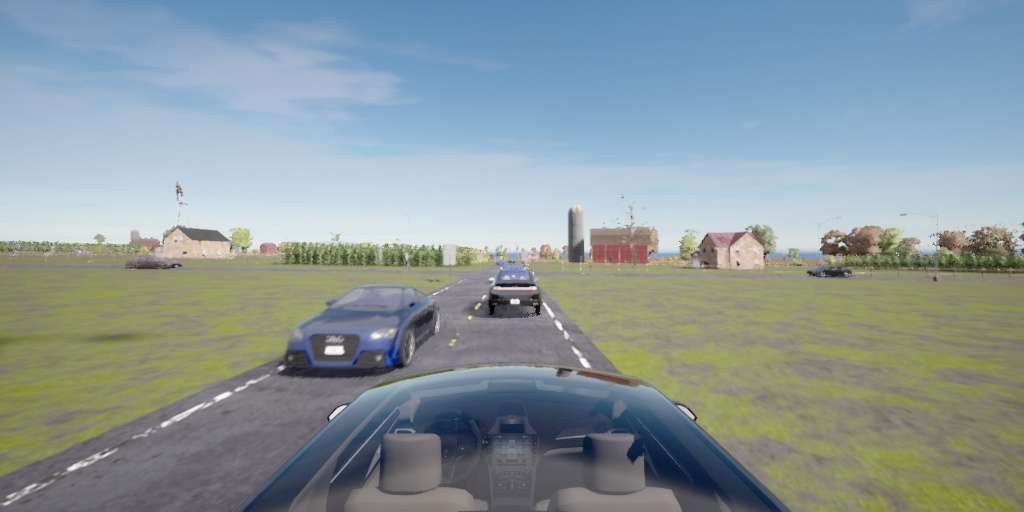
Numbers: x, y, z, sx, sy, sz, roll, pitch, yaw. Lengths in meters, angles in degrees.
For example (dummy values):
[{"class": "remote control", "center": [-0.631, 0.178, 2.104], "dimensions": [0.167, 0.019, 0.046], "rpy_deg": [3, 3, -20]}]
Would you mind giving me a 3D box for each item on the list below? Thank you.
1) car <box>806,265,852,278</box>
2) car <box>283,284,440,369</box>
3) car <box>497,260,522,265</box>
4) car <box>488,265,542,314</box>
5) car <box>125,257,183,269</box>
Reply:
[{"class": "car", "center": [39.810, 1.912, 45.080], "dimensions": [4.892, 1.490, 1.837], "rpy_deg": [1, 0, 0]}, {"class": "car", "center": [-2.850, 1.325, 7.743], "dimensions": [1.994, 1.385, 4.181], "rpy_deg": [0, 0, 0]}, {"class": "car", "center": [0.097, 1.281, 27.111], "dimensions": [1.882, 1.535, 5.008], "rpy_deg": [0, 0, 0]}, {"class": "car", "center": [0.100, 1.265, 13.924], "dimensions": [2.128, 1.511, 4.902], "rpy_deg": [0, 0, 0]}, {"class": "car", "center": [-41.847, 0.802, 41.922], "dimensions": [5.357, 1.411, 2.033], "rpy_deg": [1, 0, 0]}]
